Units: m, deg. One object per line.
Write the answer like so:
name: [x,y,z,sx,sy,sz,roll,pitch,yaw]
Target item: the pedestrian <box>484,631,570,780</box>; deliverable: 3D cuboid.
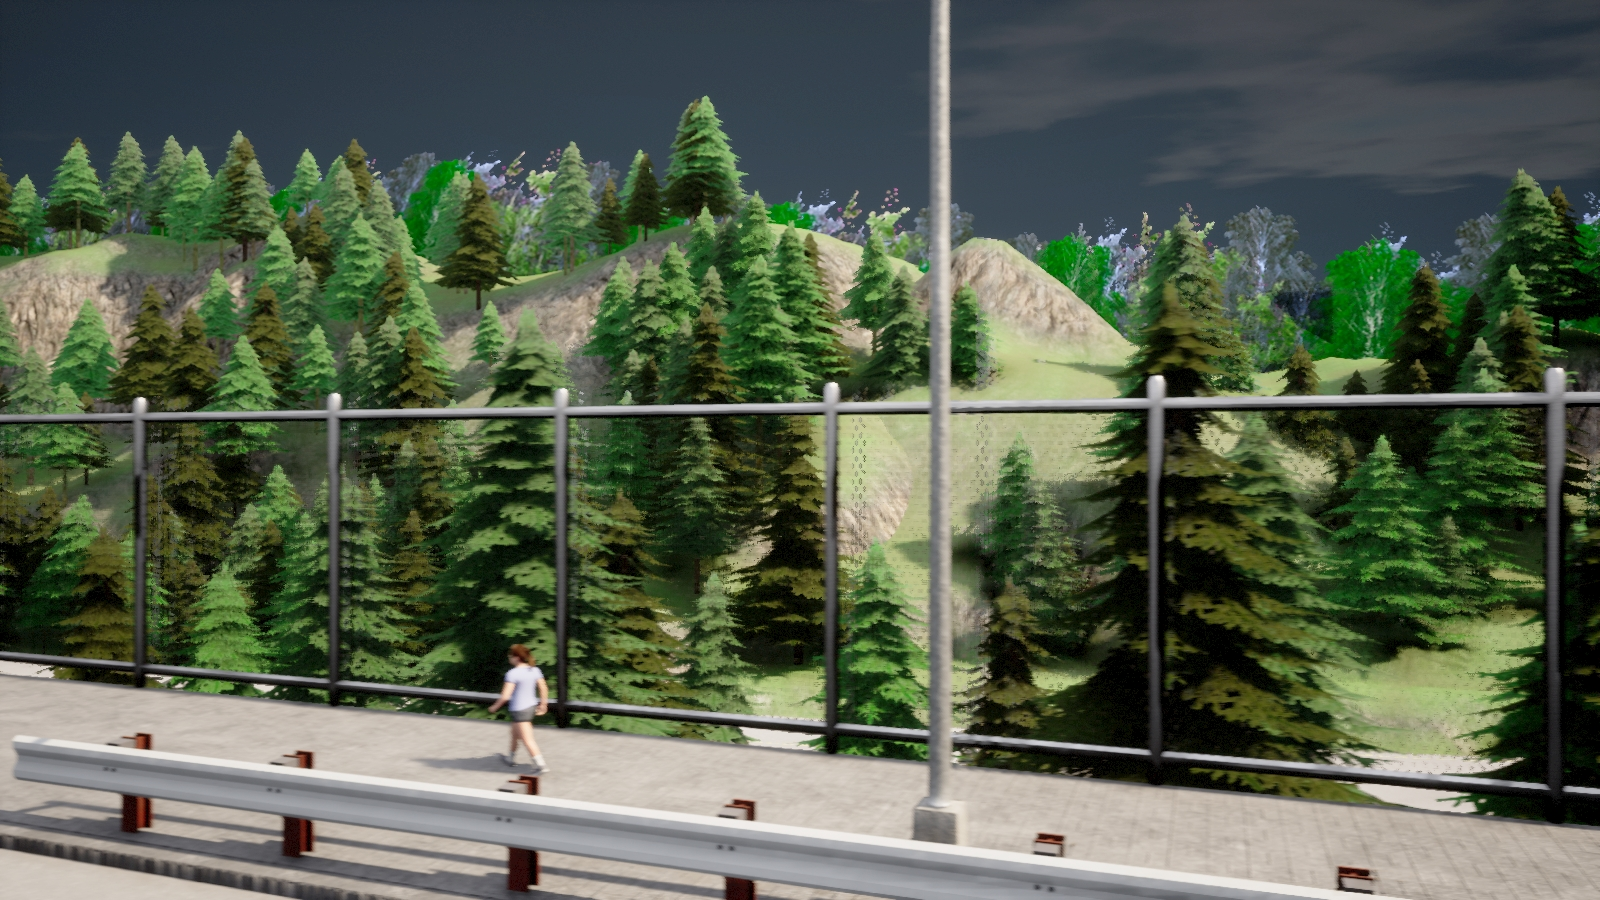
pedestrian: [-2.289,2.125,9.597,0.500,1.100,0.500,0,0,26]
